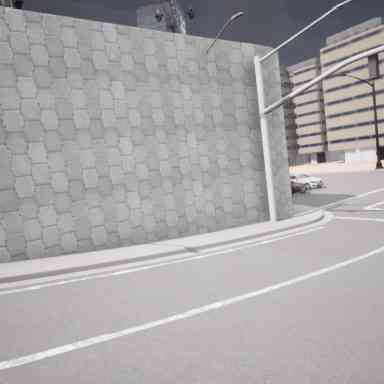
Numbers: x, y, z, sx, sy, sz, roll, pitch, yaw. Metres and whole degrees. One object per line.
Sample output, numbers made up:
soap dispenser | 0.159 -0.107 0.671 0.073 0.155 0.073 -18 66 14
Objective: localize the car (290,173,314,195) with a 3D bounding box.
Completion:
car | 7.365 -0.462 27.875 1.812 1.442 4.674 -10 6 -35

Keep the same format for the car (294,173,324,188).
car | 9.717 -0.978 30.517 1.812 1.442 4.674 -10 6 -35
